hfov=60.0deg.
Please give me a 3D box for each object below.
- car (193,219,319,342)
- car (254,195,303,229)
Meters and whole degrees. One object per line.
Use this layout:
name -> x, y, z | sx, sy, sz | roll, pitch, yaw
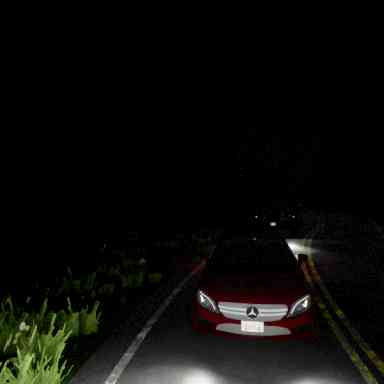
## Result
car -> 1.231, 1.534, 6.725 | 1.812, 1.442, 4.674 | -1, 0, 11
car -> 5.011, 1.214, 18.911 | 2.150, 2.045, 5.566 | -2, -1, 22
